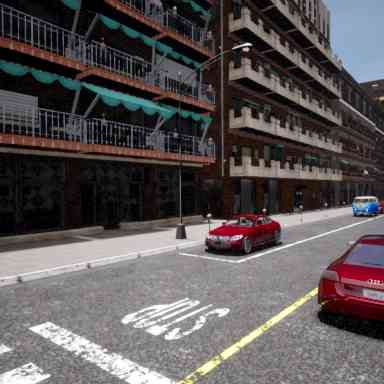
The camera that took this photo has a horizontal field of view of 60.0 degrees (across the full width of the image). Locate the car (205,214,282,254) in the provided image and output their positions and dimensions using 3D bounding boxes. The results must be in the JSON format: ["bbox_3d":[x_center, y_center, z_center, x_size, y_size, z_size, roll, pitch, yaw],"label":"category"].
[{"bbox_3d":[2.228,1.573,13.480,1.802,1.307,4.206,-1,-1,39],"label":"car"}]

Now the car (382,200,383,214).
[{"bbox_3d":[19.691,1.567,35.374,1.802,1.307,4.206,-1,-1,39],"label":"car"}]

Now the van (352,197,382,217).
[{"bbox_3d":[16.157,1.327,30.947,1.690,1.788,3.998,-1,-1,39],"label":"van"}]

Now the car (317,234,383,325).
[{"bbox_3d":[4.086,1.561,6.722,1.994,1.385,4.181,0,0,39],"label":"car"}]
